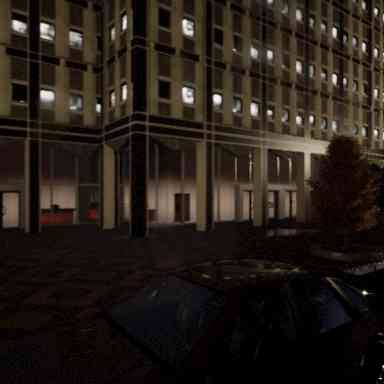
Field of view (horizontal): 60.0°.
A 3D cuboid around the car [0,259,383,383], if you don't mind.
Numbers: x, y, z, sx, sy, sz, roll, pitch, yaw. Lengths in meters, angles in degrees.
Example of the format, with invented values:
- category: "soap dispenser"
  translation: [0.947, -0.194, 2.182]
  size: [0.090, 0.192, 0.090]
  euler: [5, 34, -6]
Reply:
- category: "car"
  translation: [0.434, 1.540, 3.599]
  size: [5.357, 1.411, 2.033]
  euler: [0, 0, -35]
